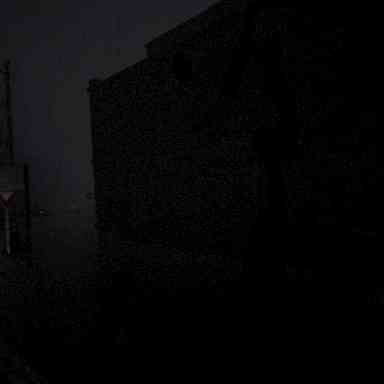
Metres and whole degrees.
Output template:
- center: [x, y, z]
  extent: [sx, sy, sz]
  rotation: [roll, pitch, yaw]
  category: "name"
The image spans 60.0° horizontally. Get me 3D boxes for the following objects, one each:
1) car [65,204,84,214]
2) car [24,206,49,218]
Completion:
- center: [-18.057, 2.509, 50.989]
  extent: [1.812, 1.442, 4.674]
  rotation: [-4, -1, -5]
  category: "car"
- center: [-19.417, 2.482, 41.510]
  extent: [1.994, 1.385, 4.181]
  rotation: [-1, -2, -42]
  category: "car"
